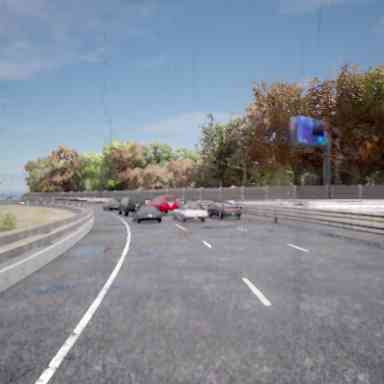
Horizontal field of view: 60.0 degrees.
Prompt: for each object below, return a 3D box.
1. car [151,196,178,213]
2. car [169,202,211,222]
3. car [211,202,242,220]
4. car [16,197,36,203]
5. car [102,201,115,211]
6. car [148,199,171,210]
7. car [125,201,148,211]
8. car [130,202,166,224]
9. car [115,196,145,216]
[{"bbox_3d":[-3.210,1.468,37.204,2.150,2.045,5.566,0,0,-22],"label":"car"},{"bbox_3d":[-0.263,1.769,27.967,1.895,1.301,4.718,0,0,-15],"label":"car"},{"bbox_3d":[2.817,1.648,30.000,2.128,1.511,4.902,0,0,-15],"label":"car"},{"bbox_3d":[-42.917,2.184,84.852,4.902,1.511,2.128,-1,0,34],"label":"car"},{"bbox_3d":[-11.303,1.934,47.066,1.994,1.385,4.181,0,0,-27],"label":"car"},{"bbox_3d":[-4.945,1.843,50.000,1.837,1.490,4.892,0,0,-28],"label":"car"},{"bbox_3d":[-8.096,1.953,48.479,1.895,1.301,4.718,0,0,-28],"label":"car"},{"bbox_3d":[-3.701,1.756,27.295,1.994,1.385,4.181,0,0,-15],"label":"car"},{"bbox_3d":[-6.479,1.486,35.949,2.150,2.045,5.566,0,0,-22],"label":"car"}]
